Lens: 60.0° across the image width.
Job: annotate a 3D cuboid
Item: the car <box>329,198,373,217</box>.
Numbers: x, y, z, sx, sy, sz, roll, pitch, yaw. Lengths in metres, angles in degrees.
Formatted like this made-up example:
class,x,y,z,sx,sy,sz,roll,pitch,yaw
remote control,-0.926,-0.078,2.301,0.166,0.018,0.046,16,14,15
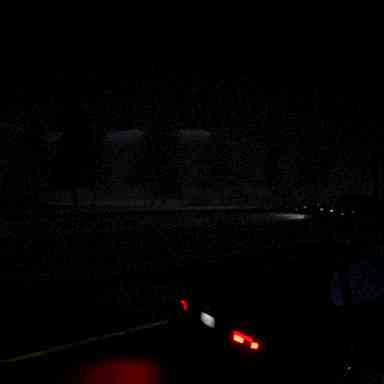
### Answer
class,x,y,z,sx,sy,sz,roll,pitch,yaw
car,13.546,1.435,25.813,4.902,1.511,2.128,0,0,-20

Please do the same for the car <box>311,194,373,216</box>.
class,x,y,z,sx,sy,sz,roll,pitch,yaw
car,13.812,1.156,29.628,5.566,2.045,2.150,0,0,-19

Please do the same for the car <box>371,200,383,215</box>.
class,x,y,z,sx,sy,sz,roll,pitch,yaw
car,14.951,1.458,22.600,4.892,1.490,1.837,1,0,-20

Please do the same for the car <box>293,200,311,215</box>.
class,x,y,z,sx,sy,sz,roll,pitch,yaw
car,12.320,1.431,32.808,4.892,1.490,1.837,0,0,-19

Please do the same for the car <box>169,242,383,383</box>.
class,x,y,z,sx,sy,sz,roll,pitch,yaw
car,2.327,1.535,5.176,5.357,1.411,2.033,0,0,-31
